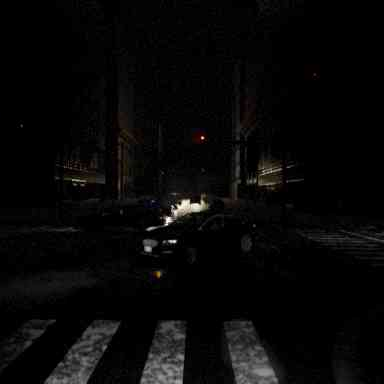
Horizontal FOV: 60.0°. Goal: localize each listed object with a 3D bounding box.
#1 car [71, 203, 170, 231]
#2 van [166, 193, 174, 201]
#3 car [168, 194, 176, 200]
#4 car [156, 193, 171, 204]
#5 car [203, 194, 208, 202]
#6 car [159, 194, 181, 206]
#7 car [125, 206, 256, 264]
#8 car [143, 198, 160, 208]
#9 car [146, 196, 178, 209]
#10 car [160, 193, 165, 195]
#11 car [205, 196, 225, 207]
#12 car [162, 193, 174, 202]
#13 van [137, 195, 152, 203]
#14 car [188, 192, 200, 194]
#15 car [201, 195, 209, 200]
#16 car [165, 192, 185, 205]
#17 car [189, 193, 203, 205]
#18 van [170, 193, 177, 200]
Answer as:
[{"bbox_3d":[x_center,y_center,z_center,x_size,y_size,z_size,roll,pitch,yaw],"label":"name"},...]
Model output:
[{"bbox_3d":[-4.212,1.525,19.616,5.357,1.411,2.033,0,0,0],"label":"car"},{"bbox_3d":[-5.191,1.174,79.875,1.690,1.788,3.998,0,0,1],"label":"van"},{"bbox_3d":[-5.142,1.358,85.523,1.887,1.381,4.507,0,0,1],"label":"car"},{"bbox_3d":[-5.342,1.203,62.929,2.192,1.841,5.009,0,0,1],"label":"car"},{"bbox_3d":[3.131,1.486,57.208,1.802,1.307,4.206,0,0,1],"label":"car"},{"bbox_3d":[-2.760,1.417,42.247,1.882,1.535,5.008,0,0,1],"label":"car"},{"bbox_3d":[0.375,1.481,11.930,2.128,1.511,4.902,0,0,45],"label":"car"},{"bbox_3d":[-5.494,1.513,45.984,1.802,1.307,4.206,0,0,1],"label":"car"},{"bbox_3d":[-2.845,1.448,32.808,2.128,1.511,4.902,0,0,1],"label":"car"},{"bbox_3d":[-5.393,1.344,57.281,1.967,1.590,4.097,0,0,1],"label":"car"},{"bbox_3d":[2.981,1.509,40.260,1.947,1.339,4.313,0,0,1],"label":"car"},{"bbox_3d":[-5.242,1.168,74.226,2.192,1.841,5.009,0,0,1],"label":"car"},{"bbox_3d":[-5.543,1.284,40.335,1.690,1.788,3.998,0,0,1],"label":"van"},{"bbox_3d":[0.601,1.358,72.847,1.837,1.490,4.892,0,0,1],"label":"car"},{"bbox_3d":[3.382,1.395,85.451,1.802,1.307,4.206,0,0,1],"label":"car"},{"bbox_3d":[-2.653,1.270,51.991,2.097,1.767,4.553,0,0,1],"label":"car"},{"bbox_3d":[0.549,1.407,56.193,1.837,1.490,4.892,0,-1,1],"label":"car"},{"bbox_3d":[-5.091,1.134,91.171,1.690,1.788,3.998,0,0,1],"label":"van"}]
